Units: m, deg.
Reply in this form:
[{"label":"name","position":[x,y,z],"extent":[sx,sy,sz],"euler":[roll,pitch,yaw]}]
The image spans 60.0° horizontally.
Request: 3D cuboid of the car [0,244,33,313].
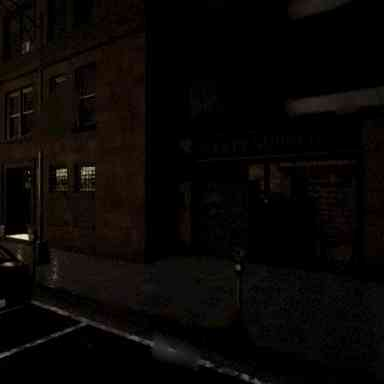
[{"label":"car","position":[-4.849,1.551,6.527],"extent":[4.403,1.369,2.008],"euler":[0,0,35]}]
